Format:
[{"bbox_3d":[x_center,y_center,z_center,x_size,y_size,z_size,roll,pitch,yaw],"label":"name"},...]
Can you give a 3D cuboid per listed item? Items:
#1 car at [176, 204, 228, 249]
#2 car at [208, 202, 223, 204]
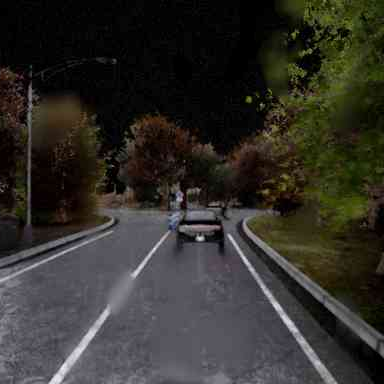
[{"bbox_3d":[0.367,1.472,14.360,2.128,1.511,4.902,0,0,2],"label":"car"},{"bbox_3d":[2.311,1.727,31.664,2.128,1.511,4.902,0,-1,11],"label":"car"}]
